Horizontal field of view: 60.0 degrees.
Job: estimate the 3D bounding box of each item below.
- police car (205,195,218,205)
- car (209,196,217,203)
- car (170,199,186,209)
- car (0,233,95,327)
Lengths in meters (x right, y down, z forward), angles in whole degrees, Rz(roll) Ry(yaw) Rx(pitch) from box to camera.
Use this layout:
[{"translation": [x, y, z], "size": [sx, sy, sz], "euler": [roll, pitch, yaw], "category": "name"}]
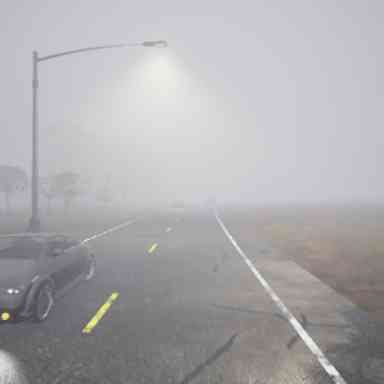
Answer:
[{"translation": [3.562, 1.690, 63.228], "size": [1.930, 1.638, 5.238], "euler": [0, 0, 4], "category": "police car"}, {"translation": [4.958, 1.780, 79.193], "size": [1.801, 1.575, 5.366], "euler": [0, 0, 6], "category": "car"}, {"translation": [-1.995, 1.776, 49.621], "size": [1.994, 1.385, 4.181], "euler": [0, 0, 4], "category": "car"}, {"translation": [-3.538, 1.594, 7.074], "size": [1.994, 1.385, 4.181], "euler": [0, 0, 1], "category": "car"}]
